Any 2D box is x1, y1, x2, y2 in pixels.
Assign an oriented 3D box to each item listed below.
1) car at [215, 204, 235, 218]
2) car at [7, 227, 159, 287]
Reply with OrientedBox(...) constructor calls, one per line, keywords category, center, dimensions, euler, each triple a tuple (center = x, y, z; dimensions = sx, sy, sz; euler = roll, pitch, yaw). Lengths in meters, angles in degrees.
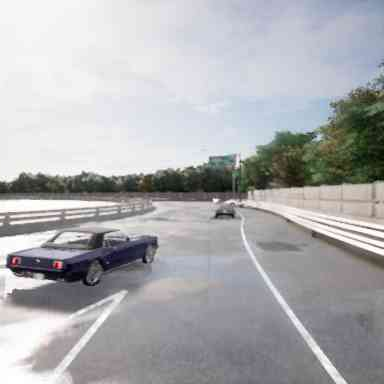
OrientedBox(category="car", center=(3.497, 1.941, 35.323), dimensions=(1.994, 1.385, 4.181), euler=(0, -1, 6))
OrientedBox(category="car", center=(-2.748, 1.690, 9.759), dimensions=(1.895, 1.301, 4.718), euler=(0, -1, 21))
